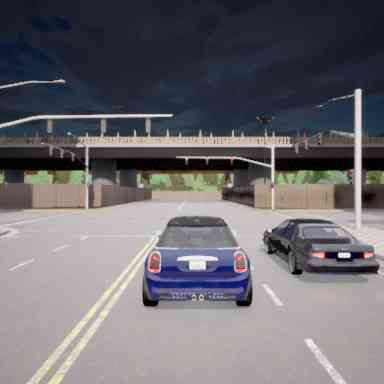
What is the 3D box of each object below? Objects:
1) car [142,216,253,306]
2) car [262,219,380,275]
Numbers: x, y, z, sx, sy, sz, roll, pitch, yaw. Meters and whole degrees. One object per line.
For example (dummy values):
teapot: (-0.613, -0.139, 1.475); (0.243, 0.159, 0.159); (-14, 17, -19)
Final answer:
car: (0.104, 1.350, 8.158); (2.097, 1.767, 4.553); (0, 0, 0)
car: (3.605, 1.545, 10.378); (2.033, 1.411, 5.357); (0, 0, 0)
